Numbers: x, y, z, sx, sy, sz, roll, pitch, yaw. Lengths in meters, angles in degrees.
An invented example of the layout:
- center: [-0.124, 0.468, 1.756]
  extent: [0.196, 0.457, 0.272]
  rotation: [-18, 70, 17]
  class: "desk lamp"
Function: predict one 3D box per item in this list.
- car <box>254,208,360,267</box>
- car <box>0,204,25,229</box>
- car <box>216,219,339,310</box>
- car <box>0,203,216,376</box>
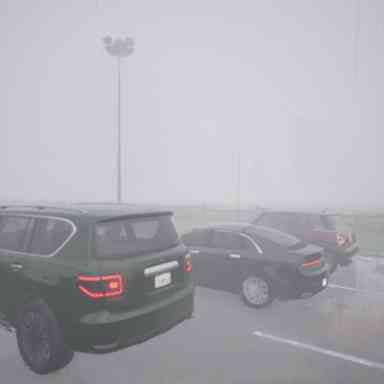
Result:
- center: [2.746, 1.345, 10.630]
  extent: [4.553, 1.767, 2.097]
  rotation: [0, 0, 35]
  class: "car"
- center: [-13.120, 1.539, 21.935]
  extent: [4.181, 1.385, 1.994]
  rotation: [0, 0, 35]
  class: "car"
- center: [0.598, 1.499, 7.863]
  extent: [4.892, 1.490, 1.837]
  rotation: [0, 0, 35]
  class: "car"
- center: [-2.555, 1.215, 5.813]
  extent: [5.566, 2.045, 2.150]
  rotation: [0, 0, 35]
  class: "car"
